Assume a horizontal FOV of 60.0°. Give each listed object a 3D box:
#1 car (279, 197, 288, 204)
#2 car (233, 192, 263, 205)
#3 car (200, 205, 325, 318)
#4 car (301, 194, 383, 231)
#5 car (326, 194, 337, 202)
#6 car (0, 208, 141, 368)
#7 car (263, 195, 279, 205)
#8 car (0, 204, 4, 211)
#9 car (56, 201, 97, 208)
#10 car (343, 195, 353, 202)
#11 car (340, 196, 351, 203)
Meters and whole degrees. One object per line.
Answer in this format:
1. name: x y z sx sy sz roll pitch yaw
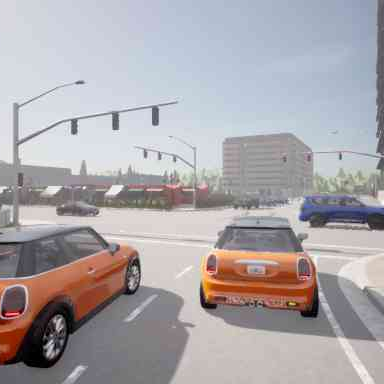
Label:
1. car: 16.565 1.601 62.209 1.895 1.301 4.718 0 0 28
2. car: 7.349 1.221 44.516 2.150 2.045 5.566 0 0 27
3. car: 1.603 1.352 7.770 2.097 1.767 4.553 0 0 14
4. car: 9.681 1.249 21.060 5.566 2.045 2.150 0 0 28
5. car: 33.386 1.355 79.371 2.097 1.767 4.553 0 0 27
6. car: -2.509 1.352 6.052 2.097 1.767 4.553 0 0 9
7. car: 11.940 1.352 53.366 2.097 1.767 4.553 0 0 27
8. car: -24.307 1.656 38.967 4.718 1.301 1.895 0 0 28
9. car: -11.050 1.581 31.978 4.674 1.442 1.812 0 0 28
10. car: 36.526 1.500 77.823 1.837 1.490 4.892 0 0 27
11. car: 31.954 1.595 68.991 1.895 1.301 4.718 0 0 27
